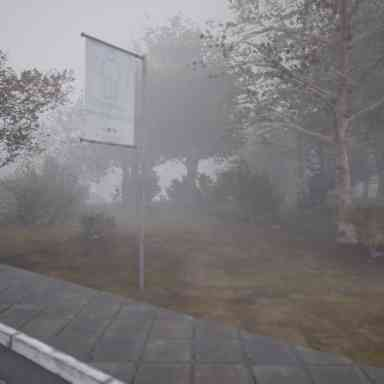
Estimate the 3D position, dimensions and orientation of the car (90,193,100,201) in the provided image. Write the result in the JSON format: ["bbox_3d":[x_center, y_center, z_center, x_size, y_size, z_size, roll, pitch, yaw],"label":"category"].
[{"bbox_3d":[-18.635,0.839,59.517,2.128,1.511,4.902,1,1,33],"label":"car"}]
